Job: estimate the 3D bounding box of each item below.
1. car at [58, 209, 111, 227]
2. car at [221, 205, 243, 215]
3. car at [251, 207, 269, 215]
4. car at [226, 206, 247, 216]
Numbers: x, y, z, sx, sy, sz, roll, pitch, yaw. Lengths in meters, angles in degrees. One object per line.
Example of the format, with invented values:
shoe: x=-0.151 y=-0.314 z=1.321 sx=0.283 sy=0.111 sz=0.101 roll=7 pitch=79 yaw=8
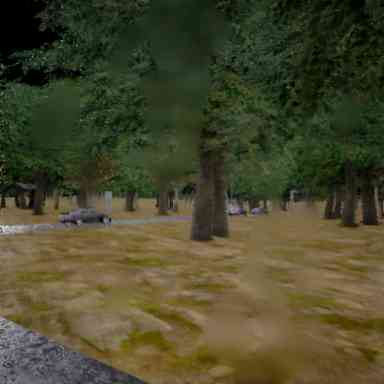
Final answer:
car: x=-9.376 y=2.215 z=29.479 sx=2.128 sy=1.511 sz=4.902 roll=-1 pitch=-2 yaw=33
car: x=7.367 y=3.275 z=60.630 sx=2.097 sy=1.767 sz=4.553 roll=-1 pitch=-3 yaw=33
car: x=13.050 y=3.655 z=63.844 sx=2.033 sy=1.411 sz=5.357 roll=-1 pitch=-3 yaw=33
car: x=7.635 y=3.290 z=55.489 sx=1.994 sy=1.385 sz=4.181 roll=-1 pitch=-3 yaw=34
